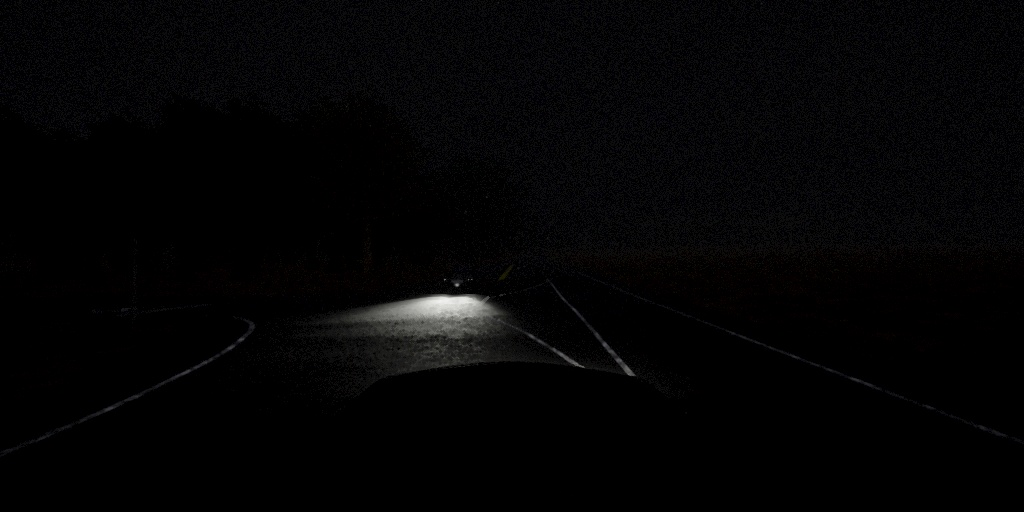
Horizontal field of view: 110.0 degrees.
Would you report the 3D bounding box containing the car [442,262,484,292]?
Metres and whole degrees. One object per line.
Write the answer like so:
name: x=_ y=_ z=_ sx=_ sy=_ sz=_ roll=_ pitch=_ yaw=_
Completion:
car: x=-2.770 y=1.159 z=21.031 sx=2.128 sy=1.511 sz=4.902 roll=-1 pitch=2 yaw=2
